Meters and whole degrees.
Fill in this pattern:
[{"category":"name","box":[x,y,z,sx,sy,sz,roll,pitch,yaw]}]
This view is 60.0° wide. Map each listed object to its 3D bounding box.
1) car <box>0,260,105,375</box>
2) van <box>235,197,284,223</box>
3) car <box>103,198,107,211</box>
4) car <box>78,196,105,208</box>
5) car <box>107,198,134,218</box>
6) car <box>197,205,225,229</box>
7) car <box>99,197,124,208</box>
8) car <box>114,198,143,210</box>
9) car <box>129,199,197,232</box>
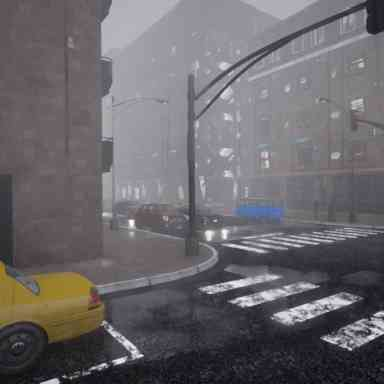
[{"category":"car","box":[-3.566,1.525,4.024,4.829,1.417,1.752,0,0,-35]},{"category":"van","box":[4.967,1.280,24.917,1.690,1.788,3.998,0,0,-36]},{"category":"car","box":[-11.544,1.452,37.874,2.128,1.511,4.902,-1,0,-36]},{"category":"car","box":[-14.270,1.429,46.997,2.128,1.511,4.902,-1,0,-36]},{"category":"car","box":[-5.604,1.493,29.650,1.812,1.442,4.674,-1,0,-36]},{"category":"car","box":[0.231,1.545,21.584,1.994,1.385,4.181,-1,0,-36]},{"category":"car","box":[-11.626,1.463,47.852,1.887,1.381,4.507,-1,0,-36]},{"category":"car","box":[-8.308,1.463,43.265,1.887,1.381,4.507,-1,0,-36]},{"category":"car","box":[-1.834,1.440,20.021,1.967,1.590,4.097,0,0,-36]}]
